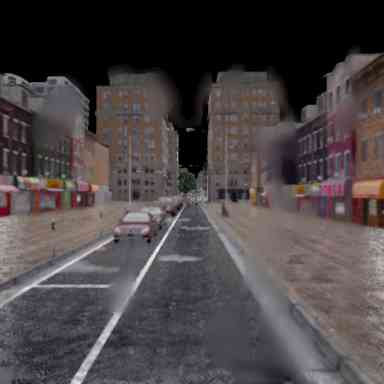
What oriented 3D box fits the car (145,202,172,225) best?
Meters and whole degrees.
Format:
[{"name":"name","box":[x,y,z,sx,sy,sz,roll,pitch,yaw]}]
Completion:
[{"name":"car","box":[-2.613,1.602,21.880,2.008,1.369,4.403,0,0,0]}]

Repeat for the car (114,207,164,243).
[{"name":"car","box":[-2.618,1.617,16.266,1.802,1.307,4.206,0,0,0]}]

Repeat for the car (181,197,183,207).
[{"name":"car","box":[-2.593,1.450,44.335,2.192,1.841,5.009,0,0,0]}]

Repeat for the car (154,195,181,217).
[{"name":"car","box":[-2.602,1.404,33.108,2.192,1.841,5.009,0,0,0]}]

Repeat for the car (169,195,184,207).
[{"name":"car","box":[-2.583,1.504,55.563,2.192,1.841,5.009,0,0,0]}]

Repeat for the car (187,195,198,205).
[{"name":"car","box":[0.058,1.775,62.678,2.033,1.411,5.357,0,0,0]}]

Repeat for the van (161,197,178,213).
[{"name":"van","box":[-2.597,1.452,38.721,1.690,1.788,3.998,0,0,0]}]
